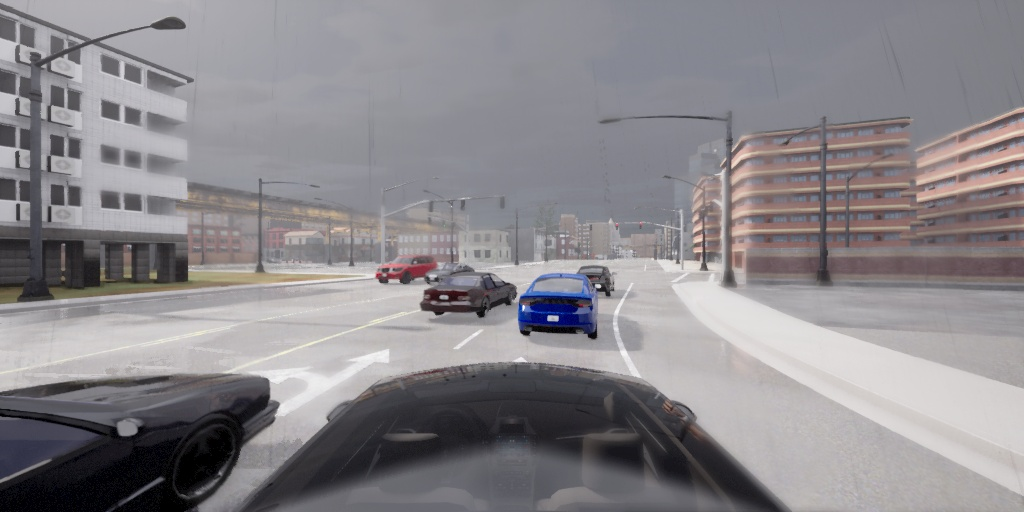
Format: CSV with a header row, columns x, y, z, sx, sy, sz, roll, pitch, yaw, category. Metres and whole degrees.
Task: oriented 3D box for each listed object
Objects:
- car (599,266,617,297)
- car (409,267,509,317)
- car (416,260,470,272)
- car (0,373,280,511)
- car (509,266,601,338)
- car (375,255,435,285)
x,y,z,sx,sy,sz,roll,pitch,yaw,category
4.447,1.255,19.236,1.837,1.490,4.892,0,0,19,car
-1.328,1.298,13.259,2.033,1.411,5.357,0,0,17,car
-4.396,1.248,25.954,2.128,1.511,4.902,0,0,21,car
-3.353,1.297,1.252,2.033,1.411,5.357,0,0,0,car
1.501,1.228,10.319,1.882,1.535,5.008,0,0,14,car
-7.726,0.957,27.045,2.150,2.045,5.566,0,0,21,car
